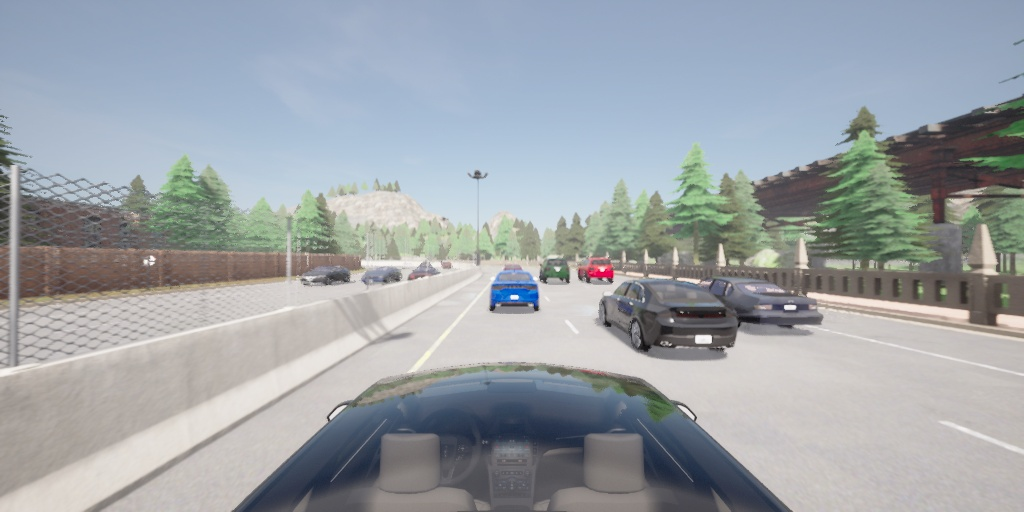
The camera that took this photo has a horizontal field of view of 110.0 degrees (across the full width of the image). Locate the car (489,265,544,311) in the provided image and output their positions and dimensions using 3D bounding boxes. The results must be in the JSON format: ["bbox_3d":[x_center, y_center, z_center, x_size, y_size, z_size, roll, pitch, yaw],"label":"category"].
[{"bbox_3d":[0.094,1.339,15.257,1.882,1.535,5.008,0,0,0],"label":"car"}]

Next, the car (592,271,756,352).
[{"bbox_3d":[3.584,1.317,9.118,1.837,1.490,4.892,0,0,0],"label":"car"}]

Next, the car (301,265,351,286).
[{"bbox_3d":[-14.117,1.452,27.508,2.128,1.511,4.902,0,0,0],"label":"car"}]

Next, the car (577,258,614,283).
[{"bbox_3d":[7.095,1.211,30.786,2.150,2.045,5.566,0,0,0],"label":"car"}]

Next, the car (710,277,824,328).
[{"bbox_3d":[7.094,1.379,11.653,2.033,1.411,5.357,0,0,0],"label":"car"}]

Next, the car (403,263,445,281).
[{"bbox_3d":[-7.130,1.541,29.380,1.994,1.385,4.181,0,0,0],"label":"car"}]

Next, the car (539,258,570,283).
[{"bbox_3d":[3.595,1.210,30.774,2.150,2.045,5.566,0,0,0],"label":"car"}]

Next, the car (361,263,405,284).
[{"bbox_3d":[-10.607,1.527,29.728,2.033,1.411,5.357,0,0,0],"label":"car"}]
